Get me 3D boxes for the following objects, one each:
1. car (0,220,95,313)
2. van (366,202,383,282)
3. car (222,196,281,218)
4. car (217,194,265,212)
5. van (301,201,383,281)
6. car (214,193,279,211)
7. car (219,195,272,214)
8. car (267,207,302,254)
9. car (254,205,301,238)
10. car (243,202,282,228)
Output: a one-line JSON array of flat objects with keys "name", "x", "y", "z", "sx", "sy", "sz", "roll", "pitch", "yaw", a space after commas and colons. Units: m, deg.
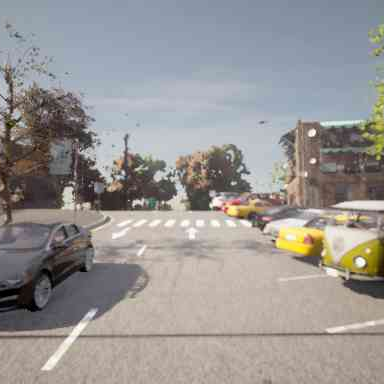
[{"name": "car", "x": -3.714, "y": 1.448, "z": 7.743, "sx": 2.128, "sy": 1.511, "sz": 4.902, "roll": 0, "pitch": 0, "yaw": 0}, {"name": "van", "x": 5.169, "y": 1.231, "z": 5.039, "sx": 4.442, "sy": 1.987, "sz": 1.878, "roll": 1, "pitch": 1, "yaw": -20}, {"name": "car", "x": 5.467, "y": 1.339, "z": 26.309, "sx": 5.366, "sy": 1.575, "sz": 1.946, "roll": 1, "pitch": 0, "yaw": -20}, {"name": "car", "x": 5.218, "y": 1.202, "z": 35.332, "sx": 4.553, "sy": 1.767, "sz": 2.185, "roll": 2, "pitch": -2, "yaw": -21}, {"name": "van", "x": 5.181, "y": 1.214, "z": 8.067, "sx": 4.442, "sy": 1.987, "sz": 1.878, "roll": 1, "pitch": 1, "yaw": -20}, {"name": "car", "x": 5.248, "y": 1.072, "z": 29.256, "sx": 5.566, "sy": 2.045, "sz": 2.435, "roll": 1, "pitch": 1, "yaw": -21}, {"name": "car", "x": 5.207, "y": 1.180, "z": 32.307, "sx": 4.553, "sy": 1.767, "sz": 2.185, "roll": 1, "pitch": 0, "yaw": -21}, {"name": "car", "x": 5.475, "y": 1.423, "z": 11.199, "sx": 5.366, "sy": 1.575, "sz": 1.946, "roll": 1, "pitch": 0, "yaw": -20}, {"name": "car", "x": 5.317, "y": 1.447, "z": 14.160, "sx": 4.674, "sy": 1.452, "sz": 2.002, "roll": 1, "pitch": 1, "yaw": -20}, {"name": "car", "x": 5.312, "y": 1.430, "z": 17.189, "sx": 4.674, "sy": 1.452, "sz": 2.002, "roll": 1, "pitch": 0, "yaw": -20}]
